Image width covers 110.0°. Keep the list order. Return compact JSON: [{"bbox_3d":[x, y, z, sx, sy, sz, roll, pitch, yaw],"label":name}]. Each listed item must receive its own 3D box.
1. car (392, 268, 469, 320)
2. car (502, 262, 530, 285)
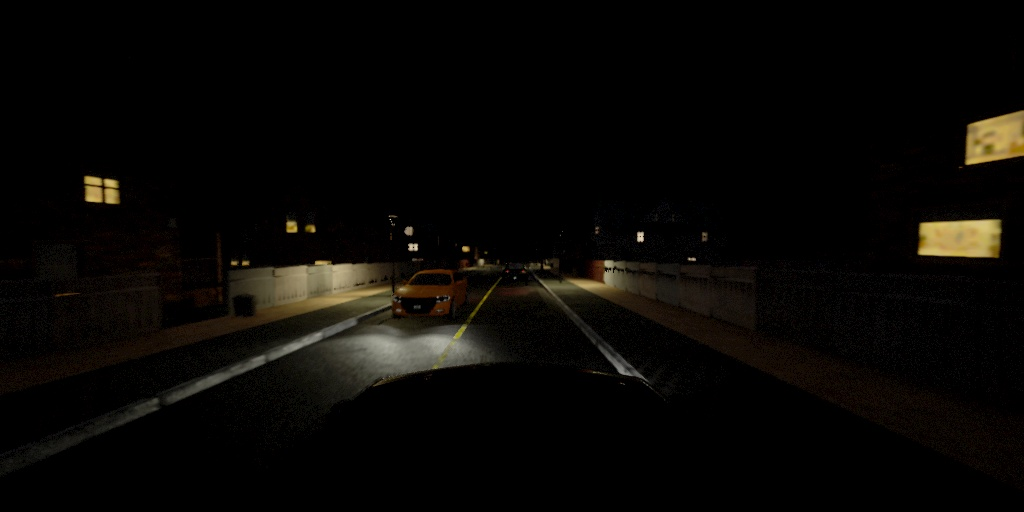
[{"bbox_3d":[-2.726,1.230,12.945,1.882,1.535,5.008,0,0,1],"label":"car"},{"bbox_3d":[0.262,1.272,26.423,2.128,1.511,4.902,0,0,2],"label":"car"}]
